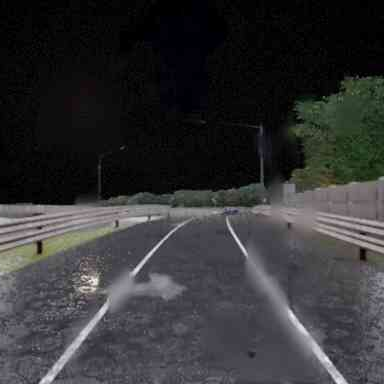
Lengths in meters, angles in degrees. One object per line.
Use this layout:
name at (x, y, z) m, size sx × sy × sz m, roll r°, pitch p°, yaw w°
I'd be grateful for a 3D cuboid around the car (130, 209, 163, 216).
car at (-6.911, 2.877, 50.155) m, size 2.033 × 1.411 × 5.357 m, roll -3°, pitch -5°, yaw 43°

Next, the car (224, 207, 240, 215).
car at (8.495, 3.936, 70.930) m, size 2.097 × 1.767 × 4.553 m, roll -2°, pitch -4°, yaw 30°
